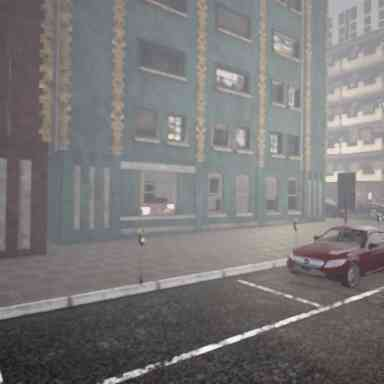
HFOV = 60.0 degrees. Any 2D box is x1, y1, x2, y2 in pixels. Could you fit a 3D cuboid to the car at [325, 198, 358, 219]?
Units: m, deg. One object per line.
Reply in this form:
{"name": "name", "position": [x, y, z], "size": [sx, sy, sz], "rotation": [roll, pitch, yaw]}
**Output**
{"name": "car", "position": [11.253, 1.337, 29.161], "size": [2.192, 1.841, 5.009], "rotation": [1, -1, -36]}

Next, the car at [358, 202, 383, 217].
{"name": "car", "position": [17.629, 1.716, 33.783], "size": [1.947, 1.339, 4.313], "rotation": [1, -1, -36]}

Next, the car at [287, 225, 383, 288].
{"name": "car", "position": [4.472, 1.617, 9.282], "size": [4.206, 1.307, 1.802], "rotation": [0, 1, -35]}

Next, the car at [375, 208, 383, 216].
{"name": "car", "position": [8.990, 1.497, 12.505], "size": [4.097, 1.590, 1.967], "rotation": [0, 1, -35]}
